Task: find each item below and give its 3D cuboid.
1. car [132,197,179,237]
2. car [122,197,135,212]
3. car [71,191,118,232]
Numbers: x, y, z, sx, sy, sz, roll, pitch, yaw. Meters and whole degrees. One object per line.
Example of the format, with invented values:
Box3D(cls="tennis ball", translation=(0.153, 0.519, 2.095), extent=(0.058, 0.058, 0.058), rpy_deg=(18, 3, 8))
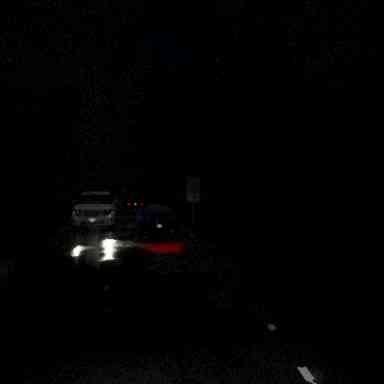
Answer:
Box3D(cls="car", translation=(-1.876, 1.270, 16.757), extent=(1.882, 1.535, 5.008), rpy_deg=(0, 1, -11))
Box3D(cls="car", translation=(-5.858, 1.153, 32.936), extent=(2.033, 1.411, 5.357), rpy_deg=(0, 1, -15))
Box3D(cls="car", translation=(-5.445, 0.970, 18.887), extent=(2.150, 2.045, 5.566), rpy_deg=(0, 1, -13))
